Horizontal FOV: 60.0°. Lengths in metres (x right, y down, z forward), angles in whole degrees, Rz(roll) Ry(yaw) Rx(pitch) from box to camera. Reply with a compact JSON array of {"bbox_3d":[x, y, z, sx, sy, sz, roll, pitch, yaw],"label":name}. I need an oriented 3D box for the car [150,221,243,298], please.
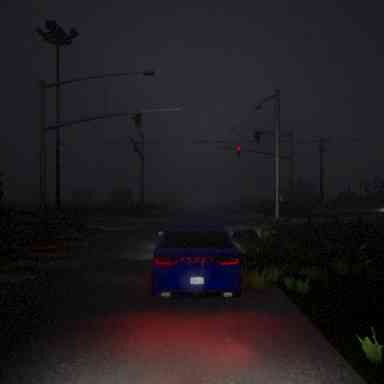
[{"bbox_3d":[0.101,1.478,8.582,1.882,1.535,5.008,0,0,0],"label":"car"}]
